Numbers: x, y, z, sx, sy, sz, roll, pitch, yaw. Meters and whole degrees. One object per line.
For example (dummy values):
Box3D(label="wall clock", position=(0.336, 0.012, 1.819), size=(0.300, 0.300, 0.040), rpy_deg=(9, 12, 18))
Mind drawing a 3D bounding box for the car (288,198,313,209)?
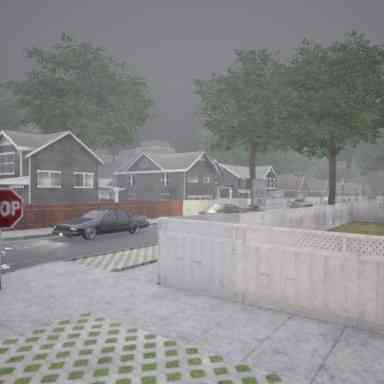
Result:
Box3D(label="car", position=(14.576, 1.632, 44.598), size=(2.097, 1.767, 4.553), rpy_deg=(0, 0, 36))

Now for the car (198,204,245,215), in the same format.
Box3D(label="car", position=(2.598, 1.696, 27.921), size=(2.033, 1.411, 5.357), rpy_deg=(0, 0, 36))

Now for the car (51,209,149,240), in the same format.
Box3D(label="car", position=(-4.630, 1.621, 17.813), size=(2.033, 1.411, 5.357), rpy_deg=(0, 0, 35))
